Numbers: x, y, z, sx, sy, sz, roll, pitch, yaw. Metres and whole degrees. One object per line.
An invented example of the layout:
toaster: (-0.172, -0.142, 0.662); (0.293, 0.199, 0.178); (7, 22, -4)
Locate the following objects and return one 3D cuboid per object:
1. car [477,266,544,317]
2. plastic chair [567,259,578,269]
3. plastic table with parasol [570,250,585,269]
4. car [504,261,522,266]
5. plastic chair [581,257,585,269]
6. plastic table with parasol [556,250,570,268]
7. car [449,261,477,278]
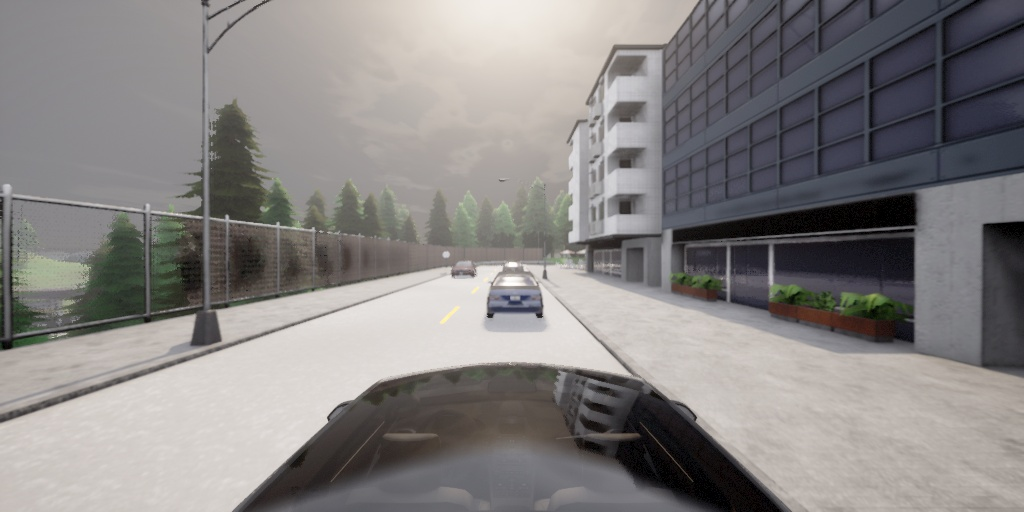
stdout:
car: (0.093, 1.244, 12.807); (2.033, 1.411, 5.357); (0, 0, 0)
plastic chair: (7.755, 1.065, 45.948); (0.730, 1.272, 0.750); (0, 0, 10)
plastic table with parasol: (9.234, 0.462, 45.759); (2.482, 2.480, 2.482); (0, 0, 0)
car: (0.093, 1.156, 30.819); (2.033, 1.411, 5.357); (0, 0, 0)
plastic chair: (9.246, 1.073, 44.329); (0.750, 1.272, 0.730); (0, 0, 10)
plastic table with parasol: (7.772, 0.441, 50.068); (2.482, 2.480, 2.482); (0, 0, 0)
car: (-4.107, 1.131, 31.337); (1.812, 1.442, 4.674); (0, 0, 0)
